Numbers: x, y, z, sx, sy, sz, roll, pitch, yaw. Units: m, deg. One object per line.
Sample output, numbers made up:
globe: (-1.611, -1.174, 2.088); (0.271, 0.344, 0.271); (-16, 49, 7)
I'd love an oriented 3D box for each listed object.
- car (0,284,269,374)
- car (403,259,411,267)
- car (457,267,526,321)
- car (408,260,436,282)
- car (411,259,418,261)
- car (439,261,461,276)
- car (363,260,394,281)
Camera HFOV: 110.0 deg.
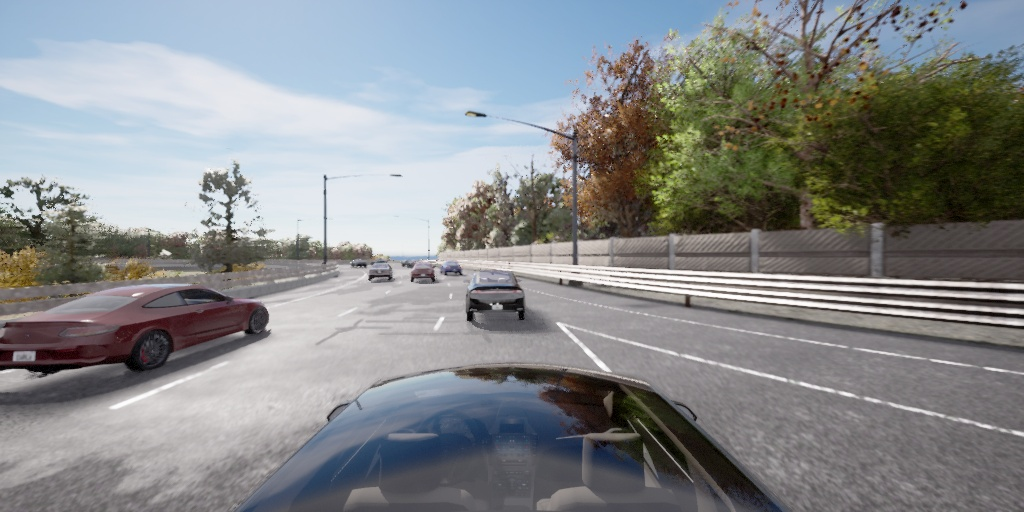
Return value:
car: (-7.263, 1.303, 7.544); (1.812, 1.442, 4.674); (0, 0, -3)
car: (-16.329, 1.303, 60.154); (2.128, 1.511, 4.902); (0, 0, -26)
car: (-0.669, 1.244, 12.600); (2.128, 1.511, 4.902); (0, 0, -6)
car: (-7.413, 1.304, 29.811); (1.812, 1.442, 4.674); (0, 0, -14)
car: (-13.615, 1.402, 54.710); (1.895, 1.301, 4.718); (0, 0, -26)
car: (-6.532, 1.301, 38.314); (1.812, 1.442, 4.674); (0, 0, -19)
car: (-11.447, 1.340, 31.354); (2.033, 1.411, 5.357); (0, 0, -17)
